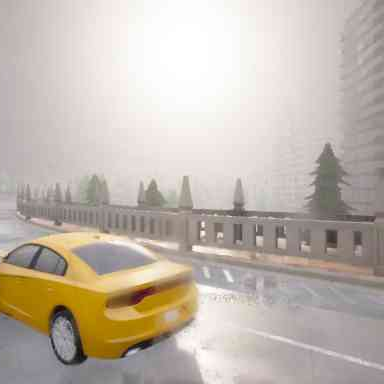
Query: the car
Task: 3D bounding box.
[{"bbox_3d":[-2.177,1.478,5.927,5.008,1.535,1.882,0,0,39],"label":"car"}]
